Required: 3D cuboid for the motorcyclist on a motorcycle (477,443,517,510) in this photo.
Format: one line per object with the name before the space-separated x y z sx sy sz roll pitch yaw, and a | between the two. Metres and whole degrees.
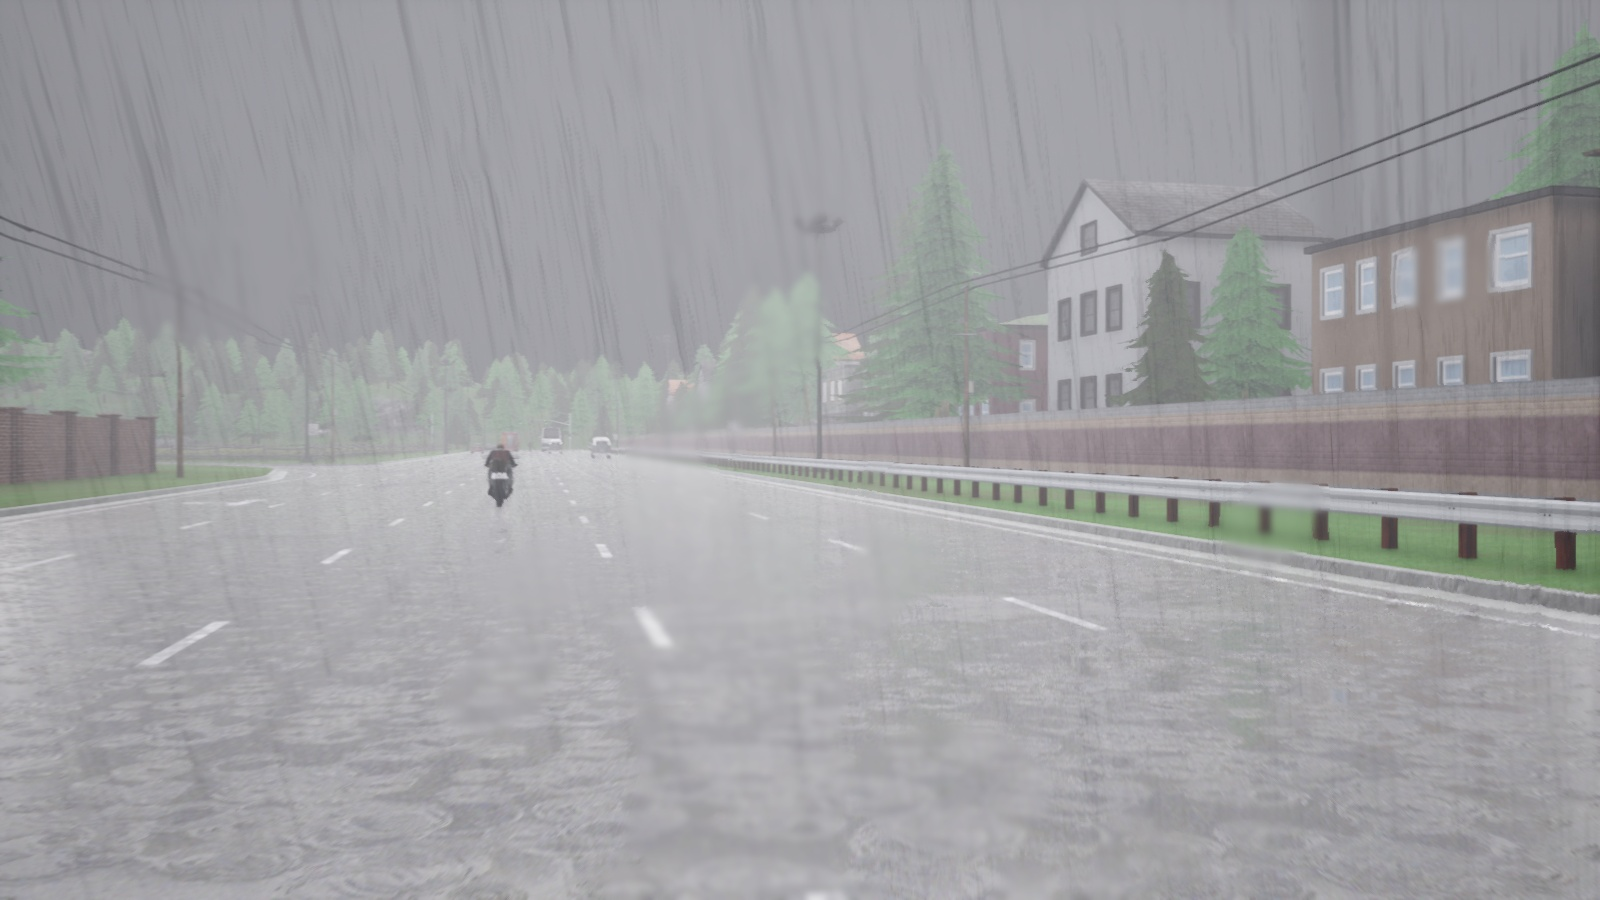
motorcyclist on a motorcycle | -7.276 0.607 30.227 0.866 1.530 2.191 0 0 -12
